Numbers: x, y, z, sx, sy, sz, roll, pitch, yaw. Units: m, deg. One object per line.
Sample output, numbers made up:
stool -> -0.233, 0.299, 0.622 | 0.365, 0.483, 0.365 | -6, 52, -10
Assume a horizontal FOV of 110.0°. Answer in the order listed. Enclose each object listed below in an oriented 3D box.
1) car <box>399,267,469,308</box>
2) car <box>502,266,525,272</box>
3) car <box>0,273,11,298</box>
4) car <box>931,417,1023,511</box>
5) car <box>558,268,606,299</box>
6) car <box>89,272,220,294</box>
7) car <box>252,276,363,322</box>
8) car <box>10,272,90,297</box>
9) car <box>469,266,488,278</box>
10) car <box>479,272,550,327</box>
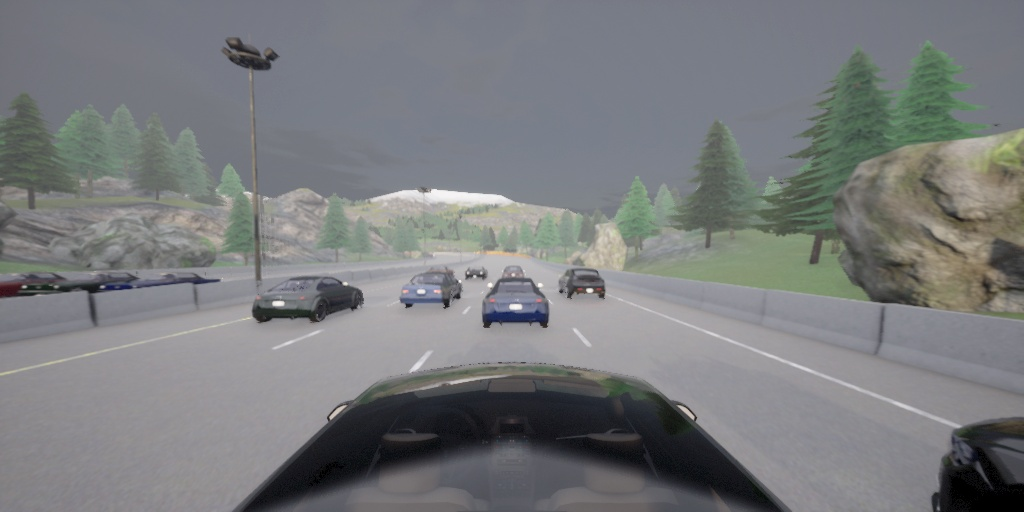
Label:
car -> -3.392, 1.402, 15.913 | 2.033, 1.411, 5.357 | 0, 0, 0
car -> 0.115, 1.518, 30.059 | 2.033, 1.411, 5.357 | 0, 0, 0
car -> -24.570, 1.477, 17.811 | 1.895, 1.301, 4.718 | 0, 0, 0
car -> 3.600, 1.234, 0.213 | 2.128, 1.511, 4.902 | 0, 0, 0
car -> 3.609, 1.384, 19.072 | 1.837, 1.490, 4.892 | 0, -1, 0
car -> -17.568, 1.478, 18.163 | 1.895, 1.301, 4.718 | 0, 0, 0
car -> -6.894, 1.392, 12.590 | 1.994, 1.385, 4.181 | 0, 0, 0
car -> -21.069, 1.479, 18.163 | 1.895, 1.301, 4.718 | 0, 0, 0
car -> -3.383, 1.613, 34.973 | 1.895, 1.301, 4.718 | 0, 0, 0
car -> 0.106, 1.384, 11.846 | 1.994, 1.385, 4.181 | 0, 0, 0
